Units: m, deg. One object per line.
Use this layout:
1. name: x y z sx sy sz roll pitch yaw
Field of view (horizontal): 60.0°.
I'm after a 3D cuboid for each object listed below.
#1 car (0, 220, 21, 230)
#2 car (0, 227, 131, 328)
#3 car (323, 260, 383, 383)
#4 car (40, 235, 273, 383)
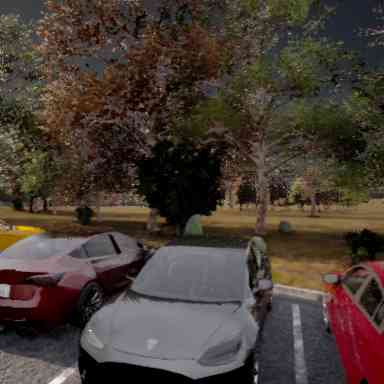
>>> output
1. car: -6.940 1.505 10.638 2.097 1.535 5.008 0 -1 17
2. car: -2.172 1.526 7.144 2.163 1.488 4.792 0 -1 16
3. car: 2.614 1.487 3.628 2.097 1.535 5.008 0 -1 16
4. car: 0.212 1.521 5.332 2.163 1.488 4.792 1 -1 16
